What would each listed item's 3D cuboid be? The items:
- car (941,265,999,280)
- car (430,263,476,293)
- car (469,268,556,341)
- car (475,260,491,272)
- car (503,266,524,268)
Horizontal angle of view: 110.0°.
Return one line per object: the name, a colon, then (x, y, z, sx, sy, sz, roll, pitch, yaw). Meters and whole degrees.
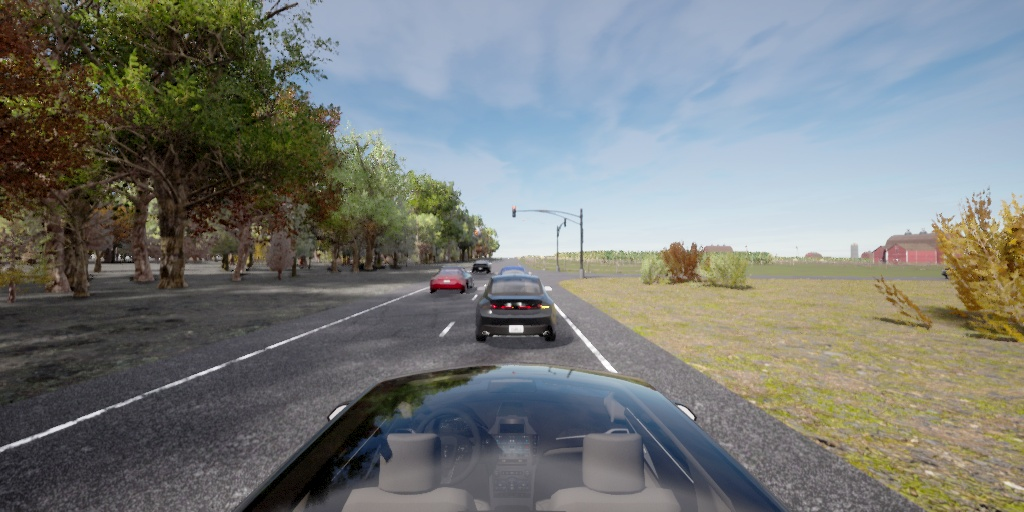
car: (48.434, 1.748, 37.793, 4.902, 1.511, 2.128, 1, -1, 0)
car: (-3.442, 1.308, 20.924, 1.994, 1.385, 4.181, 0, 0, 0)
car: (0.081, 1.252, 9.793, 1.837, 1.490, 4.892, 0, 0, 0)
car: (-3.492, 1.212, 42.060, 1.882, 1.535, 5.008, 0, 0, 0)
car: (0.076, 1.270, 19.042, 1.812, 1.442, 4.674, 0, 0, 0)
